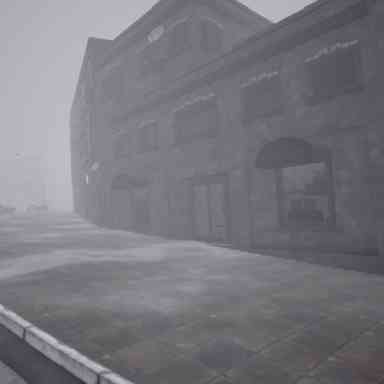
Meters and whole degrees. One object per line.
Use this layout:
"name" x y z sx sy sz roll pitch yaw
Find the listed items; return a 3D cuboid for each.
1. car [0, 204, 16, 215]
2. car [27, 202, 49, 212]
"car" -23.212 2.145 40.302 1.895 1.301 4.718 -3 -1 -4
"car" -23.987 2.270 51.732 1.812 1.442 4.674 -3 -1 -2
